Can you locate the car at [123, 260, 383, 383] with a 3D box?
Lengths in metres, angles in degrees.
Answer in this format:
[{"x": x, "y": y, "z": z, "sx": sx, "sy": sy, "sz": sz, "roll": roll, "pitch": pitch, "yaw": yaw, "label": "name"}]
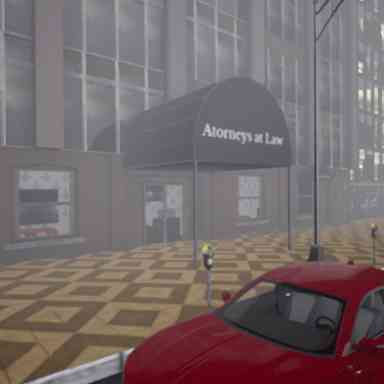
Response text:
[{"x": 1.405, "y": 1.544, "z": 3.707, "sx": 4.507, "sy": 1.381, "sz": 1.887, "roll": 0, "pitch": -1, "yaw": -38, "label": "car"}]
